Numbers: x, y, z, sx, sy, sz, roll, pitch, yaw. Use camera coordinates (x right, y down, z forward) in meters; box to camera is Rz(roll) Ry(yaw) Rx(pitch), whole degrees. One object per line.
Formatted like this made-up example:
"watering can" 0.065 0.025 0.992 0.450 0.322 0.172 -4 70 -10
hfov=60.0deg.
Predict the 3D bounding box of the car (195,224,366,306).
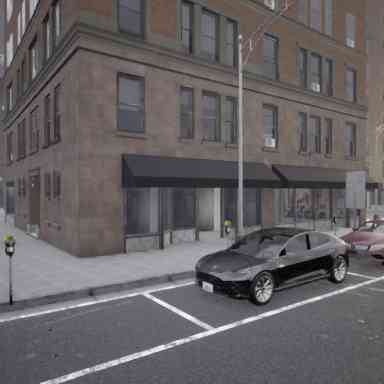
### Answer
"car" 2.088 1.566 8.056 4.313 1.339 1.947 0 0 -36

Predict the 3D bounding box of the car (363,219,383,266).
"car" 6.550 1.582 11.274 4.206 1.307 1.802 0 0 -36
